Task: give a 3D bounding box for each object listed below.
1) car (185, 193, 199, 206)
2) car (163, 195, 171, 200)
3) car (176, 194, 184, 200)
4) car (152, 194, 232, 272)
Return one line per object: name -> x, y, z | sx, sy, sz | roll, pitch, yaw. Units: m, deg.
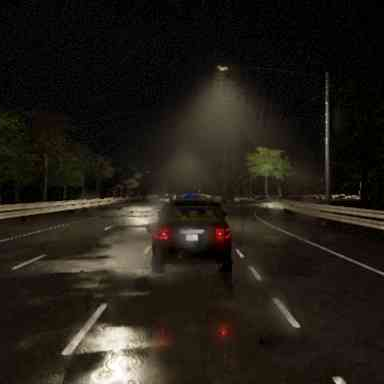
car -> 0.005, 1.239, 55.659 | 2.150, 2.045, 5.566 | 0, 0, 0
car -> -6.988, 1.646, 94.579 | 1.994, 1.385, 4.181 | 0, 0, 0
car -> -3.488, 1.449, 94.549 | 2.097, 1.767, 4.553 | 0, 0, 0
car -> 0.002, 1.225, 10.903 | 2.150, 2.045, 5.566 | 0, 0, 0
